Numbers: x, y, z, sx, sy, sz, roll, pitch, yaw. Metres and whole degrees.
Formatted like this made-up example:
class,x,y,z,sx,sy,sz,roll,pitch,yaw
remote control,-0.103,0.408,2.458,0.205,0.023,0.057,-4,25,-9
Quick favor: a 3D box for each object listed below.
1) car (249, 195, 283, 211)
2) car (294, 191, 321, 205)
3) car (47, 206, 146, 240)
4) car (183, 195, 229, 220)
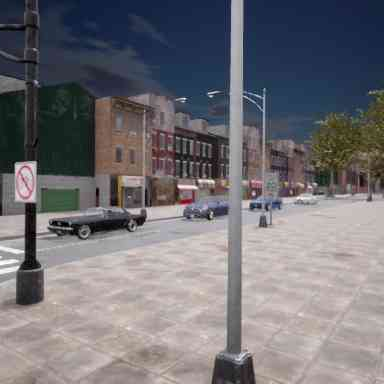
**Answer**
class,x,y,z,sx,sy,sz,roll,pitch,yaw
car,7.399,1.019,32.903,1.882,1.535,5.008,1,1,36
car,14.704,0.922,43.023,1.812,1.442,4.674,1,1,36
car,-4.503,1.408,16.245,1.895,1.301,4.718,1,1,35
car,1.324,1.024,24.401,2.097,1.767,4.553,1,1,36
